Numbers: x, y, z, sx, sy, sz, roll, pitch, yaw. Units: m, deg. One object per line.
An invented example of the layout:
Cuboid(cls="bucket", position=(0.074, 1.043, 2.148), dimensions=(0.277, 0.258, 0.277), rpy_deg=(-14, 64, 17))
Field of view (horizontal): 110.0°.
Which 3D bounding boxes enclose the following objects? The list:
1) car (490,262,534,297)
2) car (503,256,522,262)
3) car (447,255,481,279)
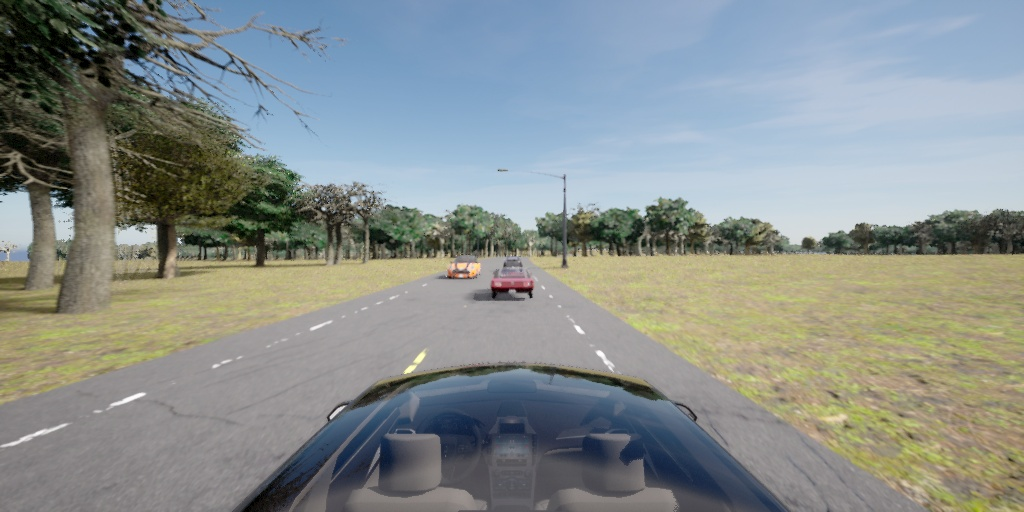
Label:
Cuboid(cls="car", position=(0.034, 1.170, 17.213), dimensions=(1.895, 1.301, 4.718), rpy_deg=(0, 1, 1))
Cuboid(cls="car", position=(0.080, 0.720, 37.335), dimensions=(2.128, 1.511, 4.902), rpy_deg=(0, 1, 0))
Cuboid(cls="car", position=(-3.530, 0.755, 27.195), dimensions=(2.097, 1.767, 4.553), rpy_deg=(0, 1, 1))
